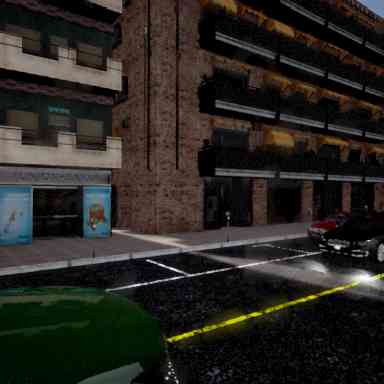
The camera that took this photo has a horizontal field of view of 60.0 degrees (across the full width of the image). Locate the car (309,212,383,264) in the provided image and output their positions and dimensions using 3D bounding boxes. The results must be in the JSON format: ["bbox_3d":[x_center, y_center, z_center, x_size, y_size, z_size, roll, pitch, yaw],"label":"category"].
[{"bbox_3d":[6.571,1.505,11.929,4.892,1.490,1.837,0,0,-36],"label":"car"}]

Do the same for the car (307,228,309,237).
[{"bbox_3d":[7.172,1.583,15.538,4.206,1.307,1.802,0,0,-35],"label":"car"}]

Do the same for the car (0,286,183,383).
[{"bbox_3d":[-2.605,1.221,1.454,5.566,2.045,2.150,0,0,-36],"label":"car"}]
